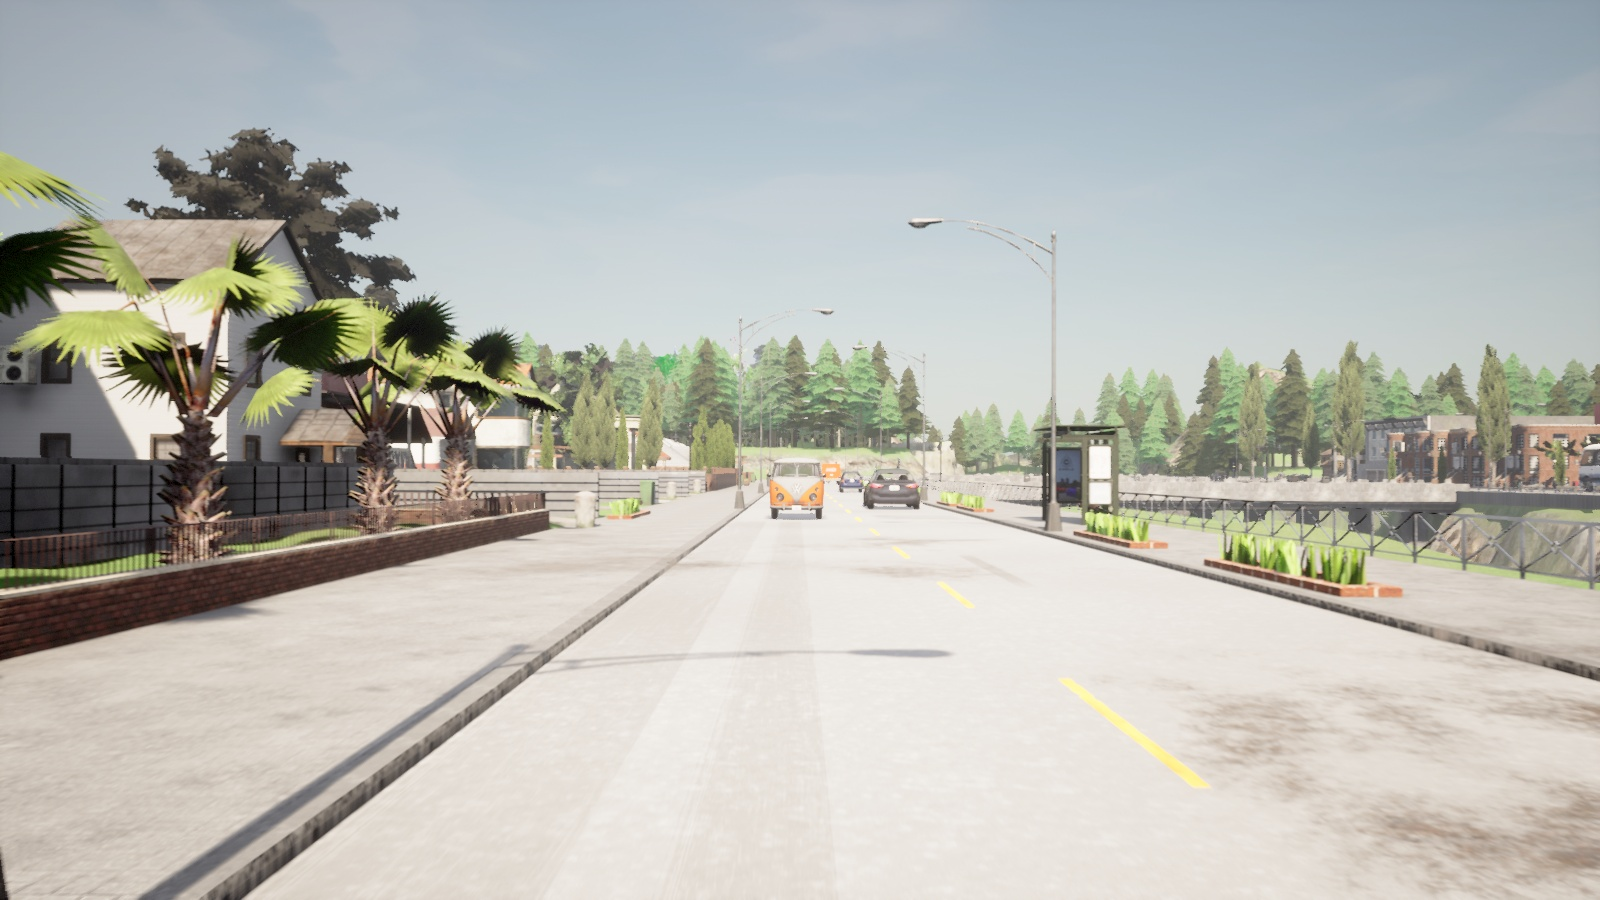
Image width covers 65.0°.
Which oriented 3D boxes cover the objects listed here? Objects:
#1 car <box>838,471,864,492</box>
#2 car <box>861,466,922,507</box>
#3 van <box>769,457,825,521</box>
[{"bbox_3d":[3.781,2.337,93.115,1.789,1.549,3.705,0,-1,0],"label":"car"},{"bbox_3d":[3.873,1.543,53.737,2.242,1.667,4.611,0,-1,0],"label":"car"},{"bbox_3d":[-0.099,1.264,41.618,1.775,1.987,4.442,0,-1,0],"label":"van"}]
